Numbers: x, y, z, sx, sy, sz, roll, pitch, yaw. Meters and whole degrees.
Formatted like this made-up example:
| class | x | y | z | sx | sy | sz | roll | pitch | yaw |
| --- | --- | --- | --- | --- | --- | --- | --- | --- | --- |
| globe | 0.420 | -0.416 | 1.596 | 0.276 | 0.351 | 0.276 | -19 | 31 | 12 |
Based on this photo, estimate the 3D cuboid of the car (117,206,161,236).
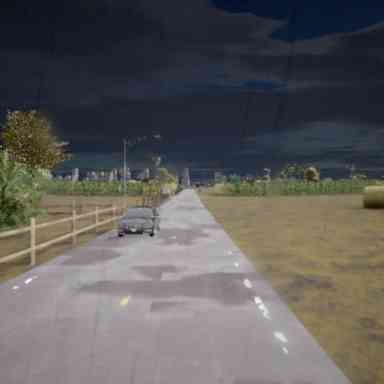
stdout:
| class | x | y | z | sx | sy | sz | roll | pitch | yaw |
| --- | --- | --- | --- | --- | --- | --- | --- | --- | --- |
| car | -2.771 | 1.547 | 18.220 | 1.837 | 1.490 | 4.892 | 0 | 0 | 0 |
